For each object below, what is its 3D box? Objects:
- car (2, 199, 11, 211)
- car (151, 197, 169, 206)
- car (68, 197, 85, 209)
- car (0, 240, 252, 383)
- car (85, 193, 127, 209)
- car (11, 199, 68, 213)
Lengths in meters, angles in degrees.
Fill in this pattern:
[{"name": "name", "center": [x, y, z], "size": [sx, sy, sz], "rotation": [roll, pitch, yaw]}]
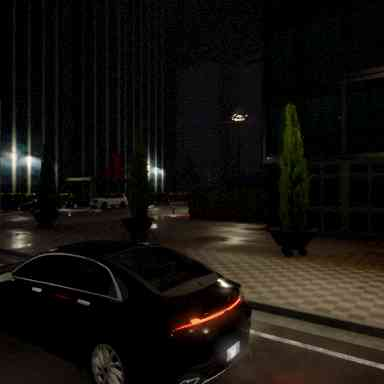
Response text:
[{"name": "car", "center": [-21.024, 1.547, 37.948], "size": [2.033, 1.411, 5.357], "rotation": [0, 0, 35]}, {"name": "car", "center": [-5.549, 1.564, 53.853], "size": [1.994, 1.385, 4.181], "rotation": [0, 0, 35]}, {"name": "car", "center": [-15.373, 1.505, 45.990], "size": [1.837, 1.490, 4.892], "rotation": [0, 0, 35]}, {"name": "car", "center": [-1.513, 1.505, 5.085], "size": [4.892, 1.490, 1.837], "rotation": [0, 0, 36]}, {"name": "car", "center": [-11.355, 1.221, 45.619], "size": [2.150, 2.045, 5.566], "rotation": [0, 0, 35]}, {"name": "car", "center": [-17.077, 1.491, 37.484], "size": [2.128, 1.511, 4.902], "rotation": [0, 0, 35]}]
